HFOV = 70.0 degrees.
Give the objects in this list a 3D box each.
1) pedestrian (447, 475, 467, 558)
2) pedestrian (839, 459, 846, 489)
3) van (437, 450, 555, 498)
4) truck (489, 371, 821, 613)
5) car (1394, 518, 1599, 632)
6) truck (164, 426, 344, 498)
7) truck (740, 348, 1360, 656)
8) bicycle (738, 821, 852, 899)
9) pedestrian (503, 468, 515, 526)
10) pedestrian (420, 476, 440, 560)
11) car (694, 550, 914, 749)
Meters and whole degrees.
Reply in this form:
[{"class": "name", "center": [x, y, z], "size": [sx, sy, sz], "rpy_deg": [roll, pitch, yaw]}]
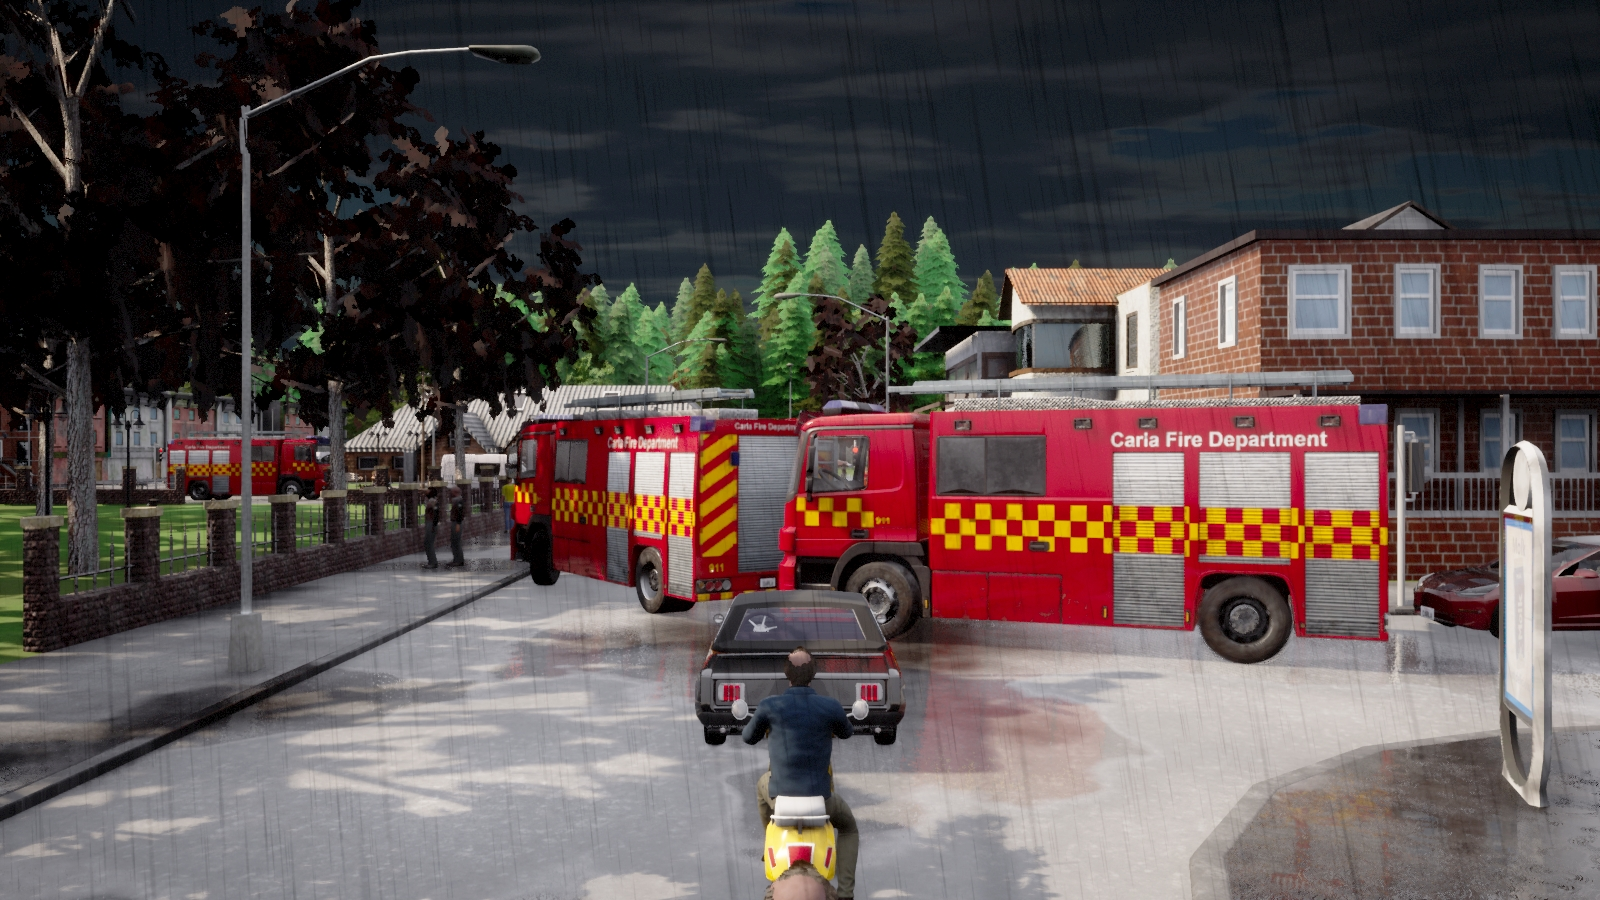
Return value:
[{"class": "pedestrian", "center": [-7.834, 1.514, 26.107], "size": [0.375, 1.860, 0.375], "rpy_deg": [0, 0, -26]}, {"class": "pedestrian", "center": [2.676, 1.495, 71.899], "size": [0.375, 1.860, 0.375], "rpy_deg": [0, 0, 12]}, {"class": "van", "center": [-16.613, 1.289, 62.612], "size": [5.915, 2.561, 1.988], "rpy_deg": [0, 0, 0]}, {"class": "truck", "center": [-3.227, 0.662, 22.435], "size": [2.891, 3.827, 8.468], "rpy_deg": [0, 0, -34]}, {"class": "car", "center": [11.947, 1.835, 17.293], "size": [4.792, 1.488, 2.163], "rpy_deg": [0, 0, 0]}, {"class": "truck", "center": [-29.853, 0.645, 62.699], "size": [8.468, 3.827, 2.891], "rpy_deg": [0, 0, 1]}, {"class": "truck", "center": [3.557, 0.662, 17.104], "size": [8.468, 3.827, 2.891], "rpy_deg": [0, 0, 22]}, {"class": "bicycle", "center": [-0.015, 1.938, 3.086], "size": [0.329, 1.271, 1.835], "rpy_deg": [0, 0, 0]}, {"class": "pedestrian", "center": [-9.365, 1.510, 36.782], "size": [0.375, 1.860, 0.375], "rpy_deg": [0, 0, -17]}, {"class": "pedestrian", "center": [-8.312, 1.514, 25.657], "size": [0.375, 1.860, 0.375], "rpy_deg": [0, 0, -27]}, {"class": "car", "center": [0.033, 1.930, 12.217], "size": [1.895, 1.301, 4.718], "rpy_deg": [0, 0, 0]}]
